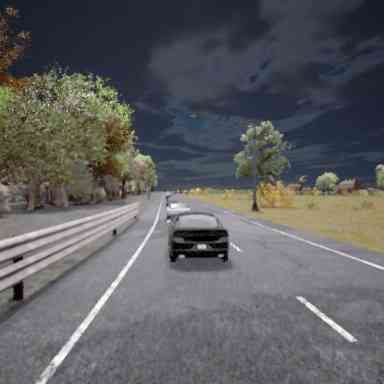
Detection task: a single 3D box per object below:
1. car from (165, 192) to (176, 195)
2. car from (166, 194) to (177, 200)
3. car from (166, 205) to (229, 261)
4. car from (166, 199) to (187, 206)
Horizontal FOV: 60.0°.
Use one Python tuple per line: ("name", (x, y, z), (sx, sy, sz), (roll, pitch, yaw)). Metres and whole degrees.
("car", (-5.621, 1.303, 83.500), (1.837, 1.490, 4.892), (0, 0, -5))
("car", (-2.871, 1.443, 49.196), (2.033, 1.411, 5.357), (0, 0, -5))
("car", (0.094, 1.454, 12.228), (1.882, 1.535, 5.008), (0, 0, -5))
("car", (-1.153, 1.546, 27.785), (1.895, 1.301, 4.718), (0, 0, -5))
